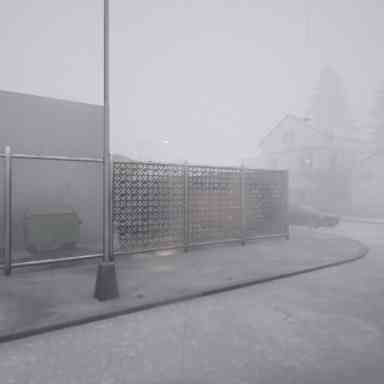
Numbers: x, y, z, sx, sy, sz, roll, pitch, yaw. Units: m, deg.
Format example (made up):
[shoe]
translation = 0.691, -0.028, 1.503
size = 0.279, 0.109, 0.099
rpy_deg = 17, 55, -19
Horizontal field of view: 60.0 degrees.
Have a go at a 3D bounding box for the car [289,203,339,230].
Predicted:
[car]
translation = 6.918, 1.474, 21.507
size = 1.882, 1.535, 5.008
rpy_deg = 0, 0, -35
